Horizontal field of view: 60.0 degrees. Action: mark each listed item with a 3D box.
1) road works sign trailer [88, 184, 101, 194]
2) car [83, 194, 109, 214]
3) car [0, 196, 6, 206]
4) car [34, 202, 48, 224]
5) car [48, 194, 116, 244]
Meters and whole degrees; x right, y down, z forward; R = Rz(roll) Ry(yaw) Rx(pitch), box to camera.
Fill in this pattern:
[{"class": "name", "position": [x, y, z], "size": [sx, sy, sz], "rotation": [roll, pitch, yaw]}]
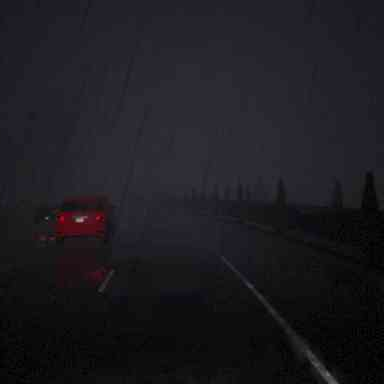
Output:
[{"class": "road works sign trailer", "position": [-16.701, 0.506, 56.731], "size": [2.380, 3.560, 2.880], "rotation": [0, 0, -35]}, {"class": "car", "position": [-10.754, 1.250, 36.970], "size": [2.150, 2.045, 5.566], "rotation": [0, 0, -22]}, {"class": "car", "position": [-28.751, 1.399, 49.006], "size": [2.097, 1.767, 4.553], "rotation": [0, 0, -32]}, {"class": "car", "position": [-10.533, 1.526, 25.111], "size": [1.837, 1.490, 4.892], "rotation": [0, 0, -14]}, {"class": "car", "position": [-4.938, 1.233, 16.011], "size": [2.150, 2.045, 5.566], "rotation": [0, 0, -9]}]
